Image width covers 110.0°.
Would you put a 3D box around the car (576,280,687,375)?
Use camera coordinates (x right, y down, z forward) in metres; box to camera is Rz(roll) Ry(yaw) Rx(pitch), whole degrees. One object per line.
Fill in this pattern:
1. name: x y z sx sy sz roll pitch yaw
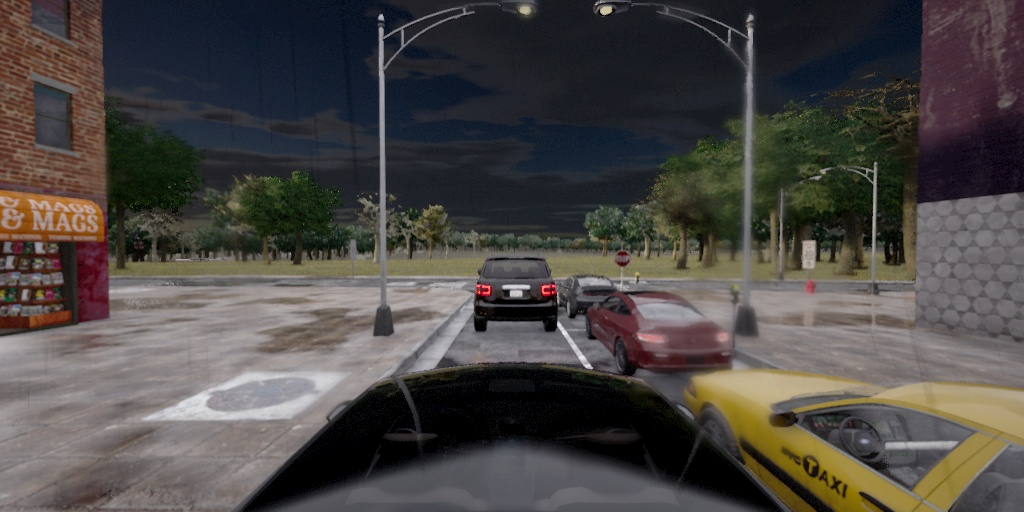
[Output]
1. car: 2.633 1.333 7.192 1.802 1.307 4.207 0 0 0

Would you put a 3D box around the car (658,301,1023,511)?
1. car: 2.637 1.275 1.829 1.751 1.417 4.829 0 0 0

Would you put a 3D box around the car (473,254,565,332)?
1. car: 0.083 0.973 11.053 2.150 2.045 5.566 0 0 0

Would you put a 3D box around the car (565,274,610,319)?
1. car: 2.629 1.302 12.724 2.007 1.370 4.403 0 0 0
